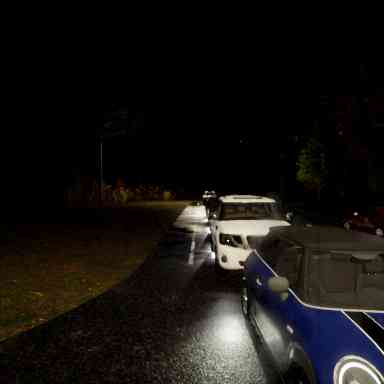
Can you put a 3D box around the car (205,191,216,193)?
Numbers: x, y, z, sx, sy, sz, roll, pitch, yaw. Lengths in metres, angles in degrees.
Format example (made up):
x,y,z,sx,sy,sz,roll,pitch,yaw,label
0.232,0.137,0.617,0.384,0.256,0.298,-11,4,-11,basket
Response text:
x,y,z,sx,sy,sz,roll,pitch,yaw,label
2.874,0.938,54.421,2.150,2.045,5.566,0,0,2,car

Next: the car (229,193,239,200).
x,y,z,sx,sy,sz,roll,pitch,yaw,label
10.481,1.038,82.853,1.882,1.535,5.008,0,0,1,car

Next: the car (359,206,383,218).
x,y,z,sx,sy,sz,roll,pitch,yaw,label
8.839,1.396,15.394,1.882,1.535,5.008,0,0,1,car

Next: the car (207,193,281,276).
x,y,z,sx,sy,sz,roll,pitch,yaw,label
1.733,1.160,10.485,2.150,2.045,5.566,0,0,1,car

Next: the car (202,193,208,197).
x,y,z,sx,sy,sz,roll,pitch,yaw,label
2.491,1.275,41.580,2.128,1.511,4.902,0,0,2,car

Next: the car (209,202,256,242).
x,y,z,sx,sy,sz,roll,pitch,yaw,label
1.876,1.384,16.825,1.882,1.535,5.008,0,0,1,car

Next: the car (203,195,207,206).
x,y,z,sx,sy,sz,roll,pitch,yaw,label
2.179,1.322,29.326,1.882,1.535,5.008,0,0,1,car

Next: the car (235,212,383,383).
x,y,z,sx,sy,sz,roll,pitch,yaw,label
1.940,1.338,4.138,2.097,1.767,4.553,0,0,0,car

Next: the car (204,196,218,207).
x,y,z,sx,sy,sz,roll,pitch,yaw,label
2.682,1.314,47.988,1.994,1.385,4.181,0,0,3,car

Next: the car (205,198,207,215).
x,y,z,sx,sy,sz,roll,pitch,yaw,label
2.028,1.380,23.072,1.837,1.490,4.892,0,0,1,car
